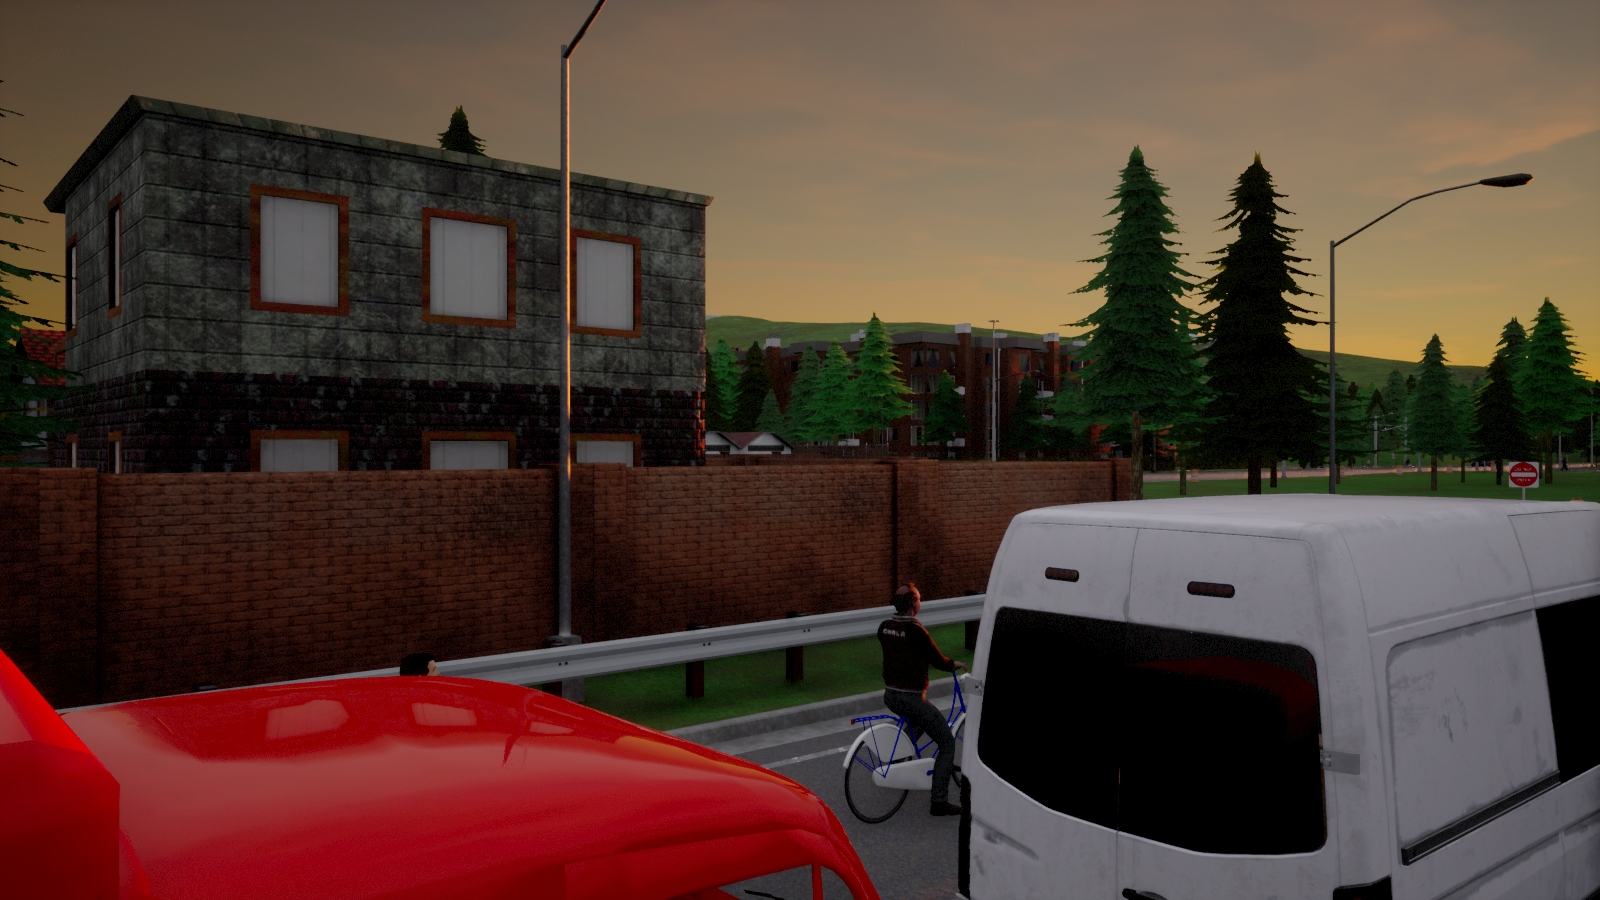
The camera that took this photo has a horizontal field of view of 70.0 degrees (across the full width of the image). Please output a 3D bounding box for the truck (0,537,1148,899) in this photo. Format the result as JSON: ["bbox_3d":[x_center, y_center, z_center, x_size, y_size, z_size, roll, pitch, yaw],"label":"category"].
[{"bbox_3d":[-2.109,1.568,1.686,5.204,2.467,2.627,0,0,-40],"label":"truck"}]

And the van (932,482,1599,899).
[{"bbox_3d":[3.509,1.534,6.458,5.915,2.561,1.988,0,0,-40],"label":"van"}]

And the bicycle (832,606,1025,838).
[{"bbox_3d":[1.045,2.060,8.955,1.835,1.471,0.329,0,0,-40],"label":"bicycle"}]
